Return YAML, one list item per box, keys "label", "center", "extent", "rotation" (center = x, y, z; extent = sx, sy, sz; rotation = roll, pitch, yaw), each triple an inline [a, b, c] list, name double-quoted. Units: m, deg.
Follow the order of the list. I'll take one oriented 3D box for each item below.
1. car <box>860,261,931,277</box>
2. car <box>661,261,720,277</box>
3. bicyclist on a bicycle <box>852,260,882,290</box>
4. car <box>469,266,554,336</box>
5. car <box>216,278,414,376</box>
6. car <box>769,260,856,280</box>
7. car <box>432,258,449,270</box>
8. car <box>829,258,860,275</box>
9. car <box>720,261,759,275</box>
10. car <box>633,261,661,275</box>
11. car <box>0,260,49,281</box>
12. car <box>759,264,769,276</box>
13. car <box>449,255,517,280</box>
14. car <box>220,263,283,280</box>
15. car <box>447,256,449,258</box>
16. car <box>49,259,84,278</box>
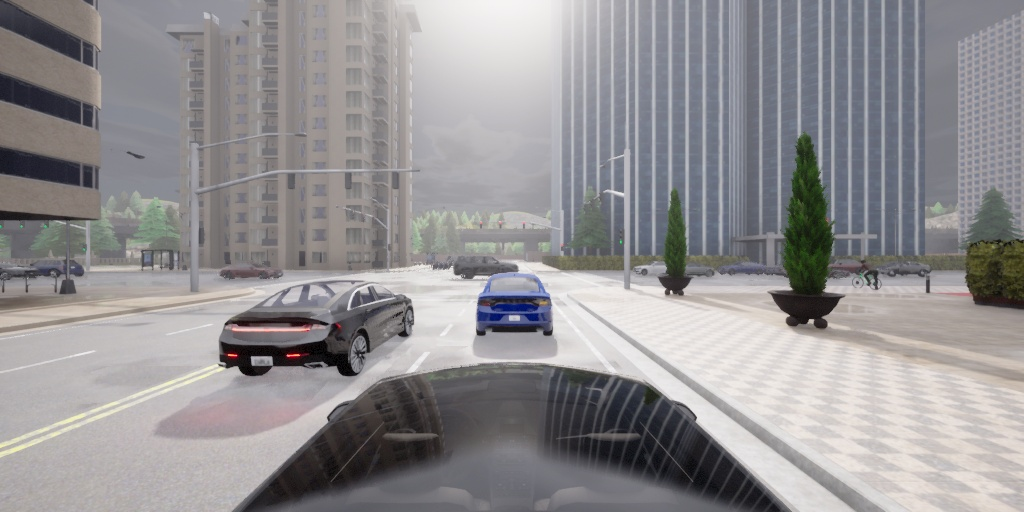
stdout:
- label: "car"
  center: [37.227, 1.241, 34.521]
  extent: [4.902, 1.511, 2.128]
  rotation: [0, 0, 0]
- label: "car"
  center: [16.987, 1.313, 34.321]
  extent: [4.181, 1.385, 1.994]
  rotation: [0, 0, -1]
- label: "bicyclist on a bicycle"
  center: [19.628, 1.050, 19.865]
  extent: [0.582, 1.620, 1.656]
  rotation: [0, 0, -1]
- label: "car"
  center: [0.069, 1.228, 10.429]
  extent: [1.882, 1.535, 5.008]
  rotation: [0, 0, 0]
- label: "car"
  center: [-3.447, 1.241, 7.390]
  extent: [2.128, 1.511, 4.902]
  rotation: [0, 0, 0]
- label: "car"
  center: [25.642, 1.297, 30.714]
  extent: [5.357, 1.411, 2.033]
  rotation: [0, 0, -1]
- label: "car"
  center: [-10.633, 1.350, 53.547]
  extent: [1.895, 1.301, 4.718]
  rotation: [0, 0, 0]
- label: "car"
  center: [34.351, 1.101, 37.997]
  extent: [4.553, 1.767, 2.097]
  rotation: [0, 0, 0]
- label: "car"
  center: [24.266, 1.275, 37.896]
  extent: [4.674, 1.442, 1.812]
  rotation: [0, 0, 0]
- label: "car"
  center: [15.183, 1.275, 37.802]
  extent: [4.674, 1.442, 1.812]
  rotation: [0, 0, -1]
- label: "car"
  center: [-42.667, 1.256, 30.014]
  extent: [4.892, 1.490, 1.837]
  rotation: [-1, 0, 0]
- label: "car"
  center: [26.906, 1.275, 34.420]
  extent: [4.674, 1.442, 1.812]
  rotation: [0, 0, 0]
- label: "car"
  center: [-2.175, 0.971, 30.411]
  extent: [5.566, 2.045, 2.150]
  rotation: [0, 0, -1]
- label: "car"
  center: [-21.913, 1.275, 30.212]
  extent: [4.674, 1.442, 1.812]
  rotation: [0, 0, 0]
- label: "car"
  center: [-10.602, 0.971, 64.221]
  extent: [2.150, 2.045, 5.566]
  rotation: [0, 0, 0]
- label: "car"
  center: [-43.391, 1.102, 33.659]
  extent: [4.553, 1.767, 2.097]
  rotation: [0, 0, -1]
